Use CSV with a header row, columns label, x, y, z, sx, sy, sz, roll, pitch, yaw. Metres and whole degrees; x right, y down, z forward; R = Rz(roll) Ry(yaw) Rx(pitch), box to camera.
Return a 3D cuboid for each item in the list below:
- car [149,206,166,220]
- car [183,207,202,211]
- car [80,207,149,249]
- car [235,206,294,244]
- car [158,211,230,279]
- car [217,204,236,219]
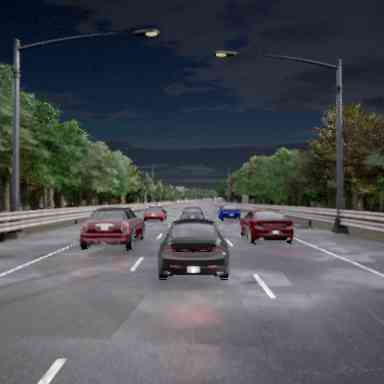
label,x,y,z,sx,sy,sz,roll,pitch,yaw
car,-3.434,2.025,31.408,1.994,1.385,4.181,0,-1,0
car,0.051,1.875,26.155,2.033,1.411,5.357,0,-1,0
car,-3.424,1.463,15.119,2.097,1.767,4.553,0,-1,0
car,3.579,1.611,16.653,1.882,1.535,5.008,0,-1,0
car,0.057,1.557,10.166,1.837,1.490,4.892,0,0,1
car,3.568,1.963,32.345,1.882,1.535,5.008,0,-1,0
